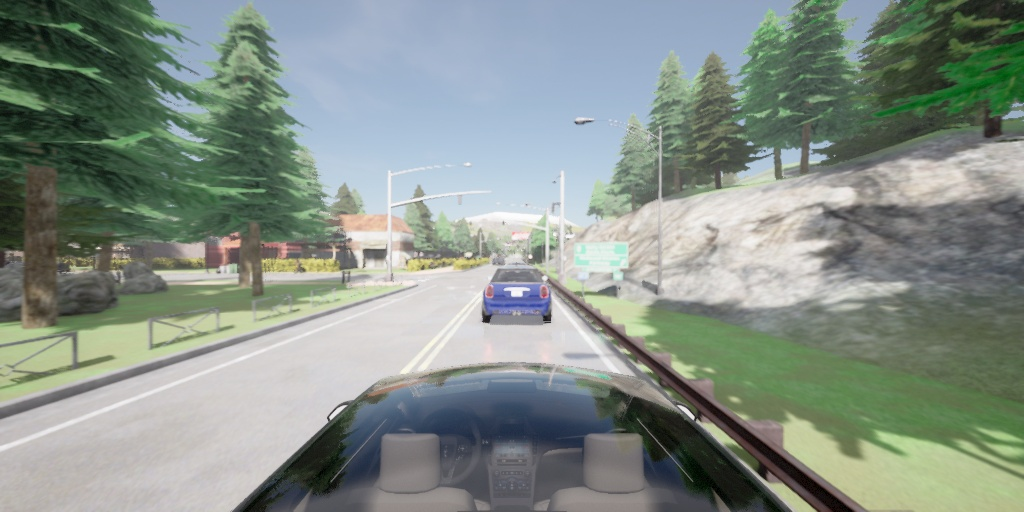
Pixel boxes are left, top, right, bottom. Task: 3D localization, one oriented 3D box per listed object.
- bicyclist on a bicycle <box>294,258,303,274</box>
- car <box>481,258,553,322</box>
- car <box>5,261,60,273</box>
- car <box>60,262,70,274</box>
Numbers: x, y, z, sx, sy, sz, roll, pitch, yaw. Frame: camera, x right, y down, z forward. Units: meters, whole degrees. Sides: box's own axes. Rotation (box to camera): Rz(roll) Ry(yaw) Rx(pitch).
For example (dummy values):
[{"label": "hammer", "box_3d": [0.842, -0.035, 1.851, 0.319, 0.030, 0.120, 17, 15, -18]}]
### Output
[{"label": "bicyclist on a bicycle", "box_3d": [-22.904, 1.080, 38.470, 0.582, 1.620, 1.656, 0, 0, 1]}, {"label": "car", "box_3d": [0.179, 1.084, 12.369, 2.097, 1.767, 4.553, 0, 0, 1]}, {"label": "car", "box_3d": [-44.098, 1.244, 32.164, 4.892, 1.490, 1.837, 0, 0, 8]}, {"label": "car", "box_3d": [-47.600, 1.221, 36.329, 4.892, 1.490, 1.837, -1, 0, 10]}]
